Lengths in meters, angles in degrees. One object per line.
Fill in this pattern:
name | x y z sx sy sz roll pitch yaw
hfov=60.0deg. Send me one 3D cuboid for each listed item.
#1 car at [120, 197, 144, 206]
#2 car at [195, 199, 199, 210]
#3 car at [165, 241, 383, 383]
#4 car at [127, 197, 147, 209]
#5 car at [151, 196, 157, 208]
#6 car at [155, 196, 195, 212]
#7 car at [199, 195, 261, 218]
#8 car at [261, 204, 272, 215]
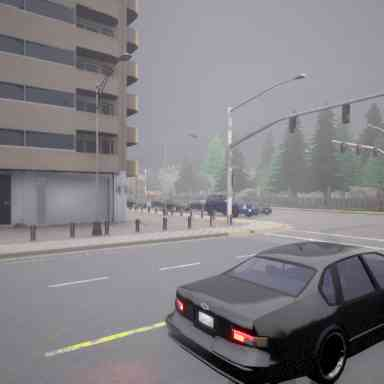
car | -10.339 1.603 56.893 2.033 1.411 5.357 0 0 -35
car | 1.077 1.581 40.976 1.812 1.442 4.674 0 0 -36
car | 2.217 1.547 5.361 5.357 1.411 2.033 0 0 -35
car | -8.185 1.560 47.846 1.837 1.490 4.892 0 0 -36
car | -4.164 1.407 48.252 2.097 1.767 4.553 0 0 -36
car | -2.106 1.560 39.393 1.837 1.490 4.892 0 0 -36
car | 3.488 1.277 31.624 2.150 2.045 5.566 0 0 -36
car | 6.110 1.619 33.974 1.994 1.385 4.181 0 0 -36
